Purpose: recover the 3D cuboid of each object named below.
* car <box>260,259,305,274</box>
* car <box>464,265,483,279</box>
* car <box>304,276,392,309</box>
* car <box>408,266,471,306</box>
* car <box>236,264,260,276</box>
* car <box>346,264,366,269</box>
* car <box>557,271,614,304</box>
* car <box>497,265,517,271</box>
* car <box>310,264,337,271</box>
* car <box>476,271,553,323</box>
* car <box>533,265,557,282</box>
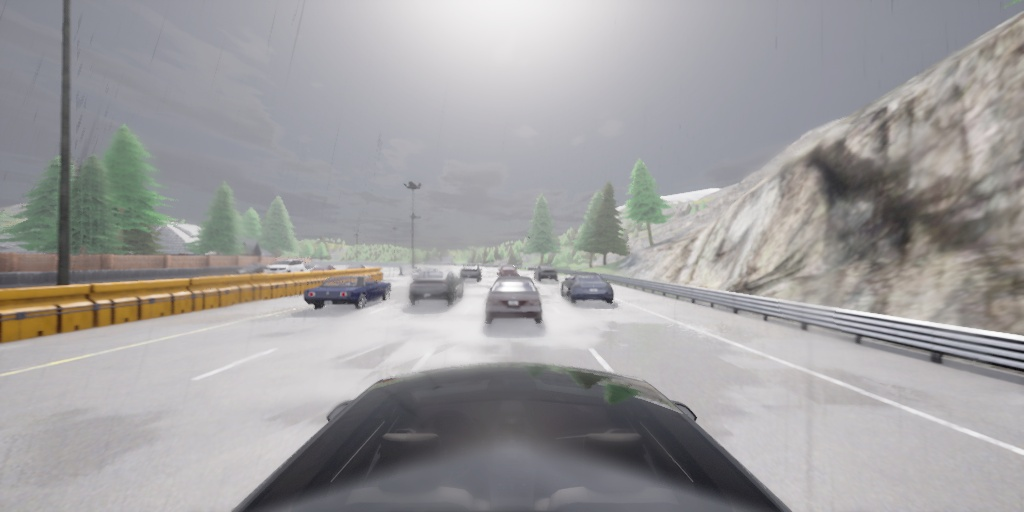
[{"bbox_3d":[-25.776,1.398,40.942,2.150,2.045,5.566,0,-1,-7],"label":"car"},{"bbox_3d":[-3.878,1.593,33.898,2.128,1.511,4.902,0,0,-4],"label":"car"},{"bbox_3d":[-6.911,1.504,15.756,1.895,1.301,4.718,0,-1,0],"label":"car"},{"bbox_3d":[-3.409,1.407,16.864,2.128,1.511,4.902,0,-1,0],"label":"car"},{"bbox_3d":[-29.341,1.669,41.072,2.128,1.511,4.902,0,-1,-7],"label":"car"},{"bbox_3d":[-19.144,1.736,44.040,1.812,1.442,4.674,0,-1,-8],"label":"car"},{"bbox_3d":[3.594,1.489,17.726,1.994,1.385,4.181,0,-1,0],"label":"car"},{"bbox_3d":[-0.455,1.640,35.183,1.812,1.442,4.674,0,0,-4],"label":"car"},{"bbox_3d":[-22.533,1.724,43.003,1.812,1.442,4.674,0,-1,-8],"label":"car"},{"bbox_3d":[0.072,1.418,12.725,2.033,1.411,5.357,0,-1,0],"label":"car"},{"bbox_3d":[3.144,1.606,33.800,1.837,1.490,4.892,0,0,-3],"label":"car"}]
